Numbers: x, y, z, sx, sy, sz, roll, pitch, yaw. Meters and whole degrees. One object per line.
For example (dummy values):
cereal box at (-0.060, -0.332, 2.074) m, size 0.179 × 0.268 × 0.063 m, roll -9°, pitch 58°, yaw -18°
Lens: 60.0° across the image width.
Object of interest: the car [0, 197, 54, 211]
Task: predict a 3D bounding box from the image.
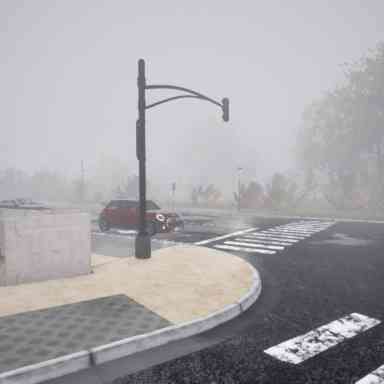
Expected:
car at (-11.332, 1.117, 22.366) m, size 4.902 × 1.511 × 2.128 m, roll 1°, pitch 1°, yaw 31°

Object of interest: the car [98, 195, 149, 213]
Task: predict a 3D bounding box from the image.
car at (-6.447, 1.057, 31.042) m, size 4.674 × 1.442 × 1.812 m, roll 1°, pitch 1°, yaw 31°

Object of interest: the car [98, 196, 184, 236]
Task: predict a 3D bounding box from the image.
car at (-2.604, 1.135, 16.943) m, size 4.553 × 1.767 × 2.097 m, roll 1°, pitch 1°, yaw 32°
